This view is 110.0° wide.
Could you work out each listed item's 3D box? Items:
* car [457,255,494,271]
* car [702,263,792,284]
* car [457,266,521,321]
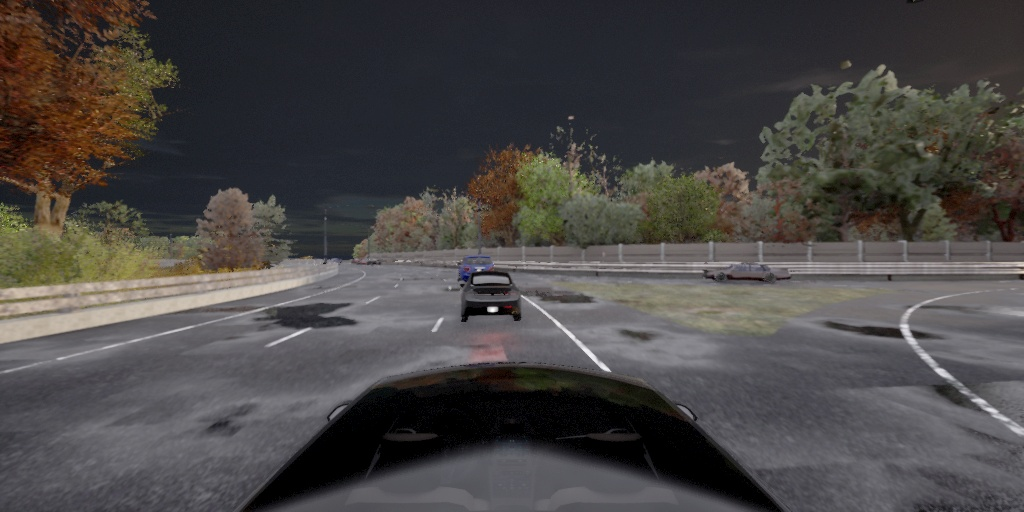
[{"bbox_3d":[-2.522,0.980,24.829,2.150,2.045,5.566,0,0,-11],"label":"car"},{"bbox_3d":[16.970,1.240,26.152,5.357,1.411,2.033,0,0,18],"label":"car"},{"bbox_3d":[-0.810,1.258,12.500,1.837,1.490,4.892,0,0,-6],"label":"car"}]
